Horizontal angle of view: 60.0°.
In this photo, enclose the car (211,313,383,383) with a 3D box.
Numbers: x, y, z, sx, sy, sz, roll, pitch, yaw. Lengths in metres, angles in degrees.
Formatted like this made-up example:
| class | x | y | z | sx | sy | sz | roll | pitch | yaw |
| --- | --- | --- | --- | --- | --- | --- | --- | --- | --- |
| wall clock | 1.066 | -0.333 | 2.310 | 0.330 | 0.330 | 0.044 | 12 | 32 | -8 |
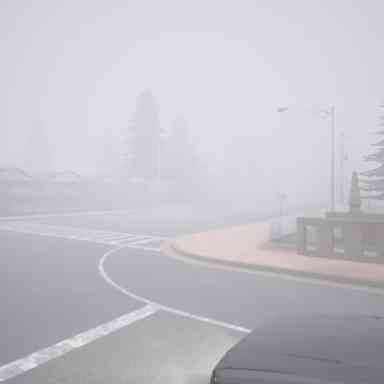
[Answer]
| class | x | y | z | sx | sy | sz | roll | pitch | yaw |
| --- | --- | --- | --- | --- | --- | --- | --- | --- | --- |
| car | 2.695 | 1.550 | 2.052 | 5.357 | 1.411 | 2.033 | 0 | 0 | 36 |
